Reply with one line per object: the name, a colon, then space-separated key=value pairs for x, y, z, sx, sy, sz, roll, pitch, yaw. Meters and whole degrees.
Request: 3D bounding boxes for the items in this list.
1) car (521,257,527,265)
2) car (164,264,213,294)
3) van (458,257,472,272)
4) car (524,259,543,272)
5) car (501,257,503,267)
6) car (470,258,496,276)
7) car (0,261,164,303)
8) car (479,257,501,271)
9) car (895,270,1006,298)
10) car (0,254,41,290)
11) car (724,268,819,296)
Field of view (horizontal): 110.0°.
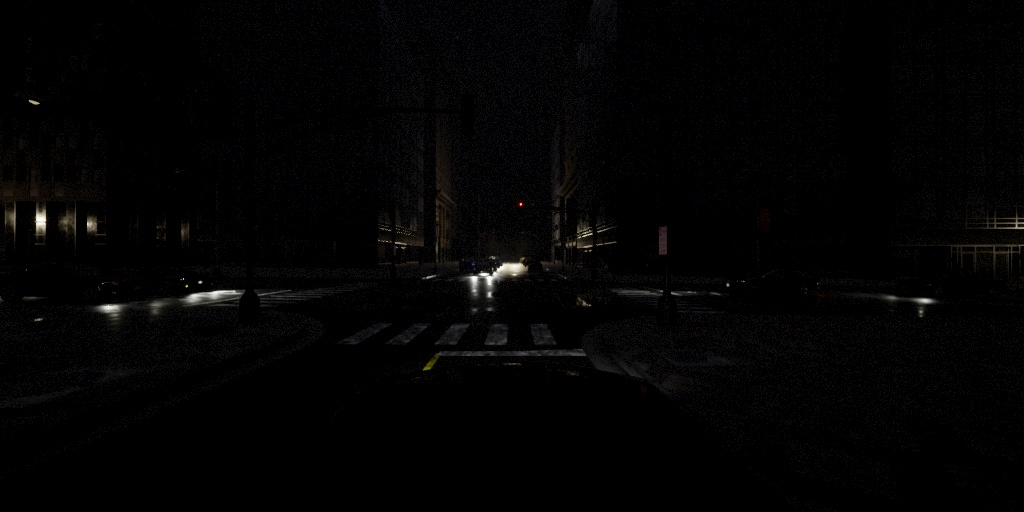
car: x=2.989 y=1.266 z=61.973 sx=1.802 sy=1.307 sz=4.207 roll=0 pitch=0 yaw=0
car: x=-17.419 y=1.093 z=17.747 sx=4.181 sy=1.385 sz=1.994 roll=1 pitch=0 yaw=0
van: x=-5.645 y=1.055 z=45.079 sx=1.690 sy=1.789 sz=3.998 roll=0 pitch=0 yaw=0
car: x=2.880 y=1.280 z=45.025 sx=1.948 sy=1.339 sz=4.313 roll=0 pitch=0 yaw=0
car: x=-2.795 y=1.222 z=56.182 sx=1.812 sy=1.442 sz=4.674 roll=0 pitch=0 yaw=0
car: x=-2.930 y=1.250 z=37.164 sx=1.812 sy=1.442 sz=4.674 roll=0 pitch=0 yaw=0
car: x=-17.610 y=0.993 z=14.498 sx=5.008 sy=1.535 sz=1.882 roll=1 pitch=0 yaw=0
car: x=-2.875 y=1.204 z=46.282 sx=2.128 sy=1.511 sz=4.902 roll=0 pitch=0 yaw=0
car: x=25.485 y=1.591 z=20.956 sx=5.008 sy=1.535 sz=1.882 roll=1 pitch=0 yaw=0
car: x=-27.028 y=0.758 z=17.804 sx=4.553 sy=1.767 sz=2.097 roll=1 pitch=0 yaw=0
car: x=15.098 y=1.466 z=21.024 sx=4.902 sy=1.511 sz=2.128 roll=1 pitch=0 yaw=-1
